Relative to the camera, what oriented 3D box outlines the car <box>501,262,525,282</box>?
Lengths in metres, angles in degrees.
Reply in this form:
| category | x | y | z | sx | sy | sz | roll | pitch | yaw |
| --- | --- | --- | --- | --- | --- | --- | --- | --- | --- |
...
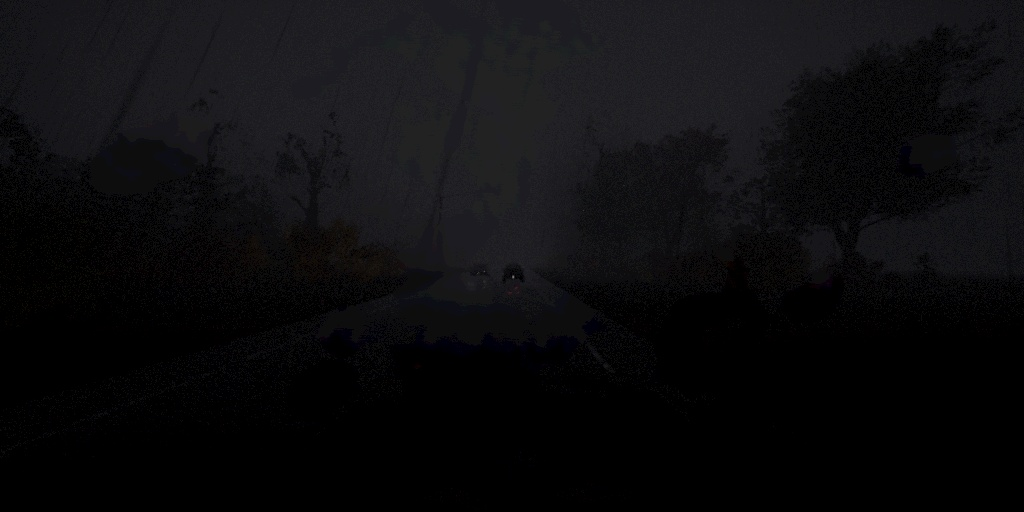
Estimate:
| category | x | y | z | sx | sy | sz | roll | pitch | yaw |
| --- | --- | --- | --- | --- | --- | --- | --- | --- | --- |
| car | 0.120 | 1.519 | 32.222 | 1.837 | 1.490 | 4.892 | 0 | 0 | 0 |

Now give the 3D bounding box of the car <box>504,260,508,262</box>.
| category | x | y | z | sx | sy | sz | roll | pitch | yaw |
| --- | --- | --- | --- | --- | --- | --- | --- | --- | --- |
| car | 0.181 | 1.671 | 50.357 | 1.837 | 1.490 | 4.892 | 0 | 0 | 0 |

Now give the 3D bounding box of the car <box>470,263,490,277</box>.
| category | x | y | z | sx | sy | sz | roll | pitch | yaw |
| --- | --- | --- | --- | --- | --- | --- | --- | --- | --- |
| car | -3.553 | 1.585 | 40.344 | 1.837 | 1.490 | 4.892 | 0 | 0 | 0 |
